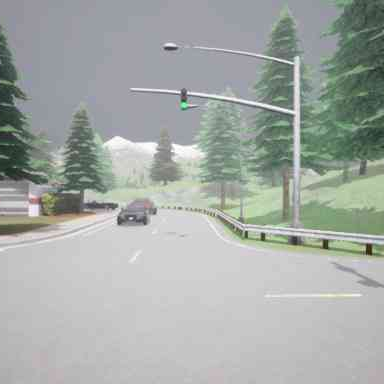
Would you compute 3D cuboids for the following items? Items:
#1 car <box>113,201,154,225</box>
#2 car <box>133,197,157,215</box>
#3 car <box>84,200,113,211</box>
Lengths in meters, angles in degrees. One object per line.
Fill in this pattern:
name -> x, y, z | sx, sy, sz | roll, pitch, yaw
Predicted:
car -> -4.106, 1.561, 23.874 | 1.994, 1.385, 4.181 | 0, 0, -2
car -> -4.986, 1.347, 33.660 | 2.097, 1.767, 4.553 | 0, 0, -19
car -> -11.596, 1.602, 41.367 | 4.718, 1.301, 1.895 | 0, 0, 14
